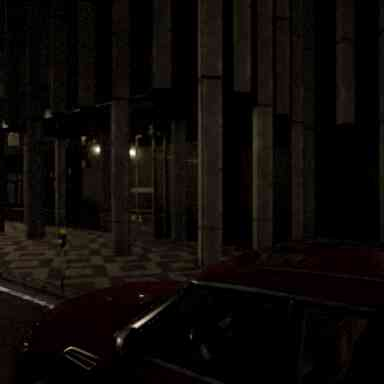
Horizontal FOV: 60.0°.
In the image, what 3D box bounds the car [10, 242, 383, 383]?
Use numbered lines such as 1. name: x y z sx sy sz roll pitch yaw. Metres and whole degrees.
1. car: 0.818 1.311 2.275 5.009 1.841 2.192 0 0 36
